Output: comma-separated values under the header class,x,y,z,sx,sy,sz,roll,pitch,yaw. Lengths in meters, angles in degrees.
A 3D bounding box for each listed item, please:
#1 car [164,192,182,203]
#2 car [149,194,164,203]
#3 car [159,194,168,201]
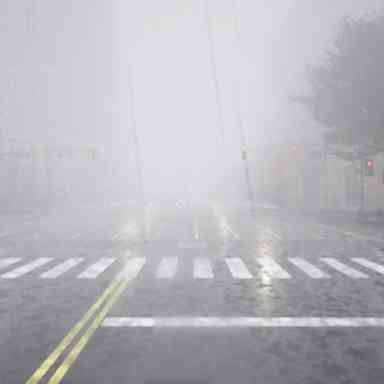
class,x,y,z,sx,sy,sz,roll,pitch,yaw
car,-3.533,1.138,63.582,2.097,1.767,4.553,0,0,1
car,-7.034,1.350,63.570,1.994,1.385,4.181,0,0,1
car,-6.816,1.255,79.898,1.812,1.442,4.674,0,0,1
